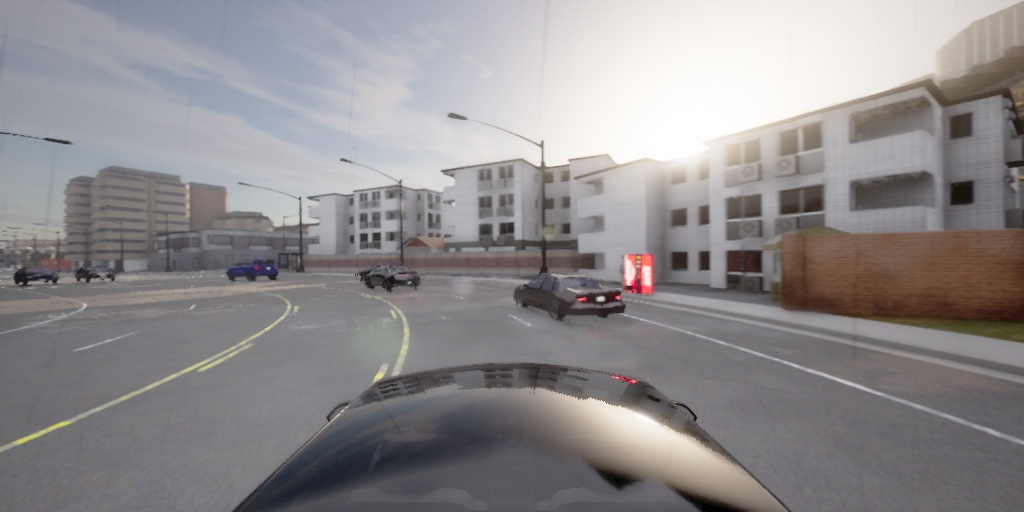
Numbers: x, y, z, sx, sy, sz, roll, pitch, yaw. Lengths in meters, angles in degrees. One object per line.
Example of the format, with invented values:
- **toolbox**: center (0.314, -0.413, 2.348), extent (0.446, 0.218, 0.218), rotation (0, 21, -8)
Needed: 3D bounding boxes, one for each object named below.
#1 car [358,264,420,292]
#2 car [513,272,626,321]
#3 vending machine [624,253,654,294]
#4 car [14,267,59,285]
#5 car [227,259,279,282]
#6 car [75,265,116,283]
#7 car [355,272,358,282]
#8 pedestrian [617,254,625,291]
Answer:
- **car**: center (-7.611, 1.356, 22.648), extent (2.128, 1.511, 4.902), rotation (1, -1, -42)
- **car**: center (1.689, 1.280, 12.516), extent (2.033, 1.411, 5.357), rotation (-1, 0, -19)
- **vending machine**: center (6.120, 0.872, 17.271), extent (1.100, 2.100, 0.880), rotation (0, 0, -23)
- **car**: center (-41.993, 1.676, 31.615), extent (5.357, 1.411, 2.033), rotation (-1, 0, 29)
- **car**: center (-24.534, 1.298, 33.915), extent (5.566, 2.045, 2.150), rotation (-2, -1, 28)
- **car**: center (-40.313, 1.641, 34.686), extent (4.902, 1.511, 2.128), rotation (-1, 0, 29)
- **car**: center (-11.044, 1.418, 29.664), extent (4.892, 1.490, 1.837), rotation (-1, -1, 37)
- **pedestrian**: center (5.683, 0.824, 17.958), extent (0.375, 1.860, 0.375), rotation (-1, 0, -24)
